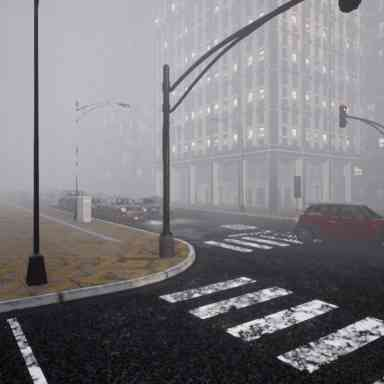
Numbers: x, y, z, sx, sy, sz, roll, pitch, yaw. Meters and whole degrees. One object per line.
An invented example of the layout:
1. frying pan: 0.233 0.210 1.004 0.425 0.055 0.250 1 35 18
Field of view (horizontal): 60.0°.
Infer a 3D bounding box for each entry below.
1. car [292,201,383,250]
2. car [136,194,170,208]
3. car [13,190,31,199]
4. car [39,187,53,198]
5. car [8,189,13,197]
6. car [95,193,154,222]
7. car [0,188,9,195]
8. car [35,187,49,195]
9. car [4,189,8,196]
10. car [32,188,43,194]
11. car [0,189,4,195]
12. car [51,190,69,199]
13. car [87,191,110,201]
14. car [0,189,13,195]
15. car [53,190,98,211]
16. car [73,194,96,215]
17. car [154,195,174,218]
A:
1. car: 6.517 1.237 13.381 4.553 1.767 2.097 1 1 38
2. car: -4.303 0.982 36.233 1.802 1.307 4.206 1 0 -36
3. car: -27.297 0.422 53.974 1.887 1.381 4.507 1 0 -36
4. car: -20.494 0.205 49.063 2.128 1.511 4.902 0 1 -36
5. car: -30.540 0.321 58.508 2.008 1.369 4.403 1 0 -36
6. car: -4.592 1.068 22.239 1.967 1.590 4.097 1 0 -36
7. car: -43.513 -0.113 76.642 1.887 1.381 4.507 1 0 -36
8. car: -36.740 -0.357 81.585 2.192 1.841 5.009 1 0 -36
9. car: -33.783 0.208 63.041 1.887 1.381 4.507 1 0 -36
10. car: -39.990 -0.213 86.121 1.947 1.339 4.313 1 0 -36
11. car: -37.027 0.107 67.575 2.008 1.369 4.403 1 0 -36
12. car: -23.089 0.378 58.018 1.812 1.442 4.674 0 1 -36
13. car: -14.036 0.643 49.839 1.947 1.339 4.313 1 0 -36
14. car: -40.271 0.015 72.108 1.947 1.339 4.313 1 0 -36
15. car: -11.075 0.729 31.306 2.192 1.841 5.009 1 0 -36
16. car: -7.839 1.103 26.773 1.802 1.307 4.206 1 0 -36
17. car: -3.181 1.127 24.694 1.812 1.442 4.674 0 1 -36
